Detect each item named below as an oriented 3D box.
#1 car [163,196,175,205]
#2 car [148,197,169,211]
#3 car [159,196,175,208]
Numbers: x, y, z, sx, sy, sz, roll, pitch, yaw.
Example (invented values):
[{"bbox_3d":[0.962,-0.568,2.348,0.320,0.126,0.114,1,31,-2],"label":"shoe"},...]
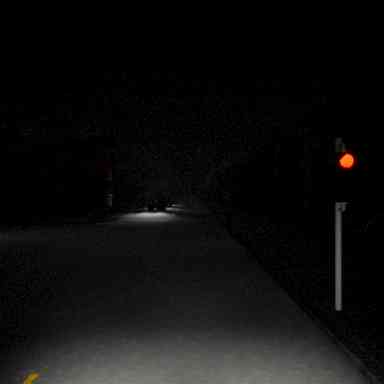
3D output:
[{"bbox_3d":[-4.050,1.507,59.373,1.812,1.442,4.674,0,0,0],"label":"car"},{"bbox_3d":[-4.099,1.589,39.424,1.895,1.301,4.718,0,0,0],"label":"car"},{"bbox_3d":[-4.087,1.339,48.389,2.097,1.767,4.553,0,0,0],"label":"car"}]
